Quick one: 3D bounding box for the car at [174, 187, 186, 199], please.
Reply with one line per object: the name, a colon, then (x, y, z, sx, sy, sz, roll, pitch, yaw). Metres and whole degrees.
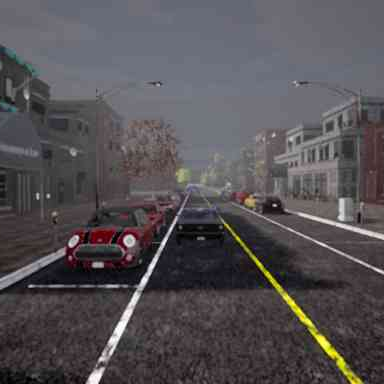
car: (-2.104, 0.142, 54.505, 2.192, 1.841, 5.009, 0, 1, 0)

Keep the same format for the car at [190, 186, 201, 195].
car: (0.676, -0.376, 74.420, 2.150, 2.045, 5.566, 0, 1, 0)

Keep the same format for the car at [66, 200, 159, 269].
car: (-2.295, 1.218, 10.132, 1.967, 1.590, 4.097, 0, 1, 0)

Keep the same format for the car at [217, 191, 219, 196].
car: (6.351, -0.003, 71.287, 1.752, 1.417, 4.829, 0, 1, 0)

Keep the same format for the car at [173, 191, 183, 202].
car: (-2.198, 0.854, 32.322, 2.008, 1.369, 4.403, 0, 1, 0)

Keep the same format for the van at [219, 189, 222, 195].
van: (6.301, 0.055, 60.019, 1.690, 1.788, 3.998, 0, 1, 0)

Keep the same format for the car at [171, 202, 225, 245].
car: (0.319, 1.298, 14.005, 1.895, 1.301, 4.718, 0, 1, 0)

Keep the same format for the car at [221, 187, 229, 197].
car: (6.280, 0.355, 54.646, 1.752, 1.417, 4.829, 0, 1, 0)

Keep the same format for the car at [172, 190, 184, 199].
car: (-2.173, 0.766, 37.870, 1.802, 1.307, 4.206, 0, 1, 0)

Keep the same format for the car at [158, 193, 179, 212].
car: (-2.221, 1.004, 26.776, 1.802, 1.307, 4.206, 0, 1, 0)

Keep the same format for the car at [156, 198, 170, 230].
car: (-2.269, 1.204, 15.681, 1.887, 1.381, 4.507, 0, 1, 0)

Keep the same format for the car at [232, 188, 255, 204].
car: (6.205, 0.505, 37.831, 2.192, 1.841, 5.009, 0, 1, 0)

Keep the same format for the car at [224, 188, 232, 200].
car: (6.255, 0.534, 48.930, 1.802, 1.307, 4.206, 0, 1, 0)

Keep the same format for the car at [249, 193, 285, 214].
car: (6.159, 0.994, 26.742, 1.947, 1.339, 4.313, 0, 1, 0)

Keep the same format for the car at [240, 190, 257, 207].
car: (6.184, 0.831, 32.457, 1.752, 1.417, 4.829, 0, 1, 0)
